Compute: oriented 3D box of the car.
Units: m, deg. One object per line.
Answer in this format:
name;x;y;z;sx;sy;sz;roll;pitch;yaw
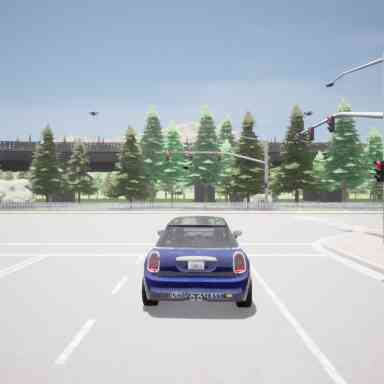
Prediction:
car;0.173;1.352;8.152;2.097;1.767;4.553;0;0;3
